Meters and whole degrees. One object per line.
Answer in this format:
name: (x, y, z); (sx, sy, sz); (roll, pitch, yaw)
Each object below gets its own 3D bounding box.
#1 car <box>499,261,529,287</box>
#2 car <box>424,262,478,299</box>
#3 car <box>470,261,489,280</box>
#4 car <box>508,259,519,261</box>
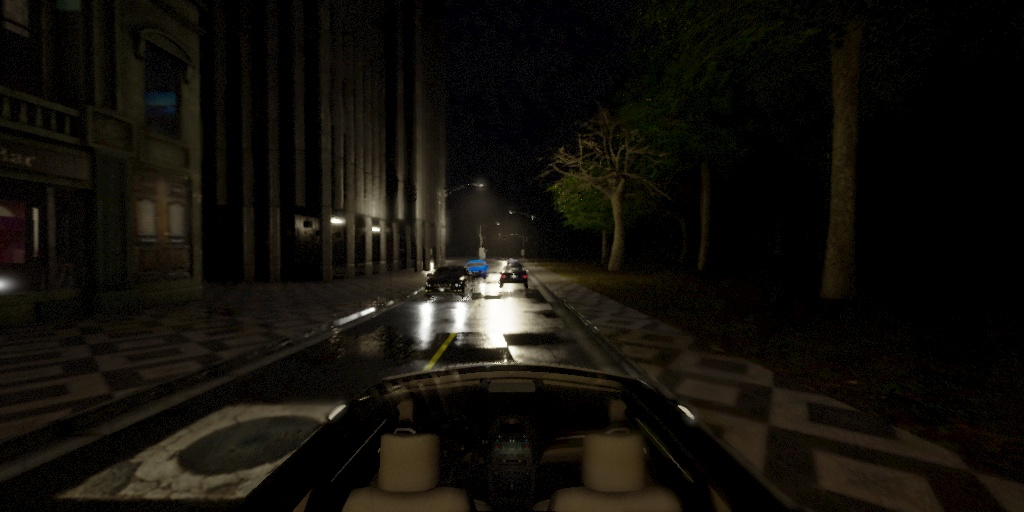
car: (0.123, 1.237, 23.583); (2.033, 1.411, 5.357); (0, 0, 0)
car: (-3.012, 1.221, 18.011); (1.837, 1.490, 4.892); (0, 0, 1)
car: (-2.947, 1.130, 30.095); (1.882, 1.535, 5.008); (0, 0, 0)
car: (0.189, 1.061, 48.751); (2.033, 1.411, 5.357); (0, 0, 0)
